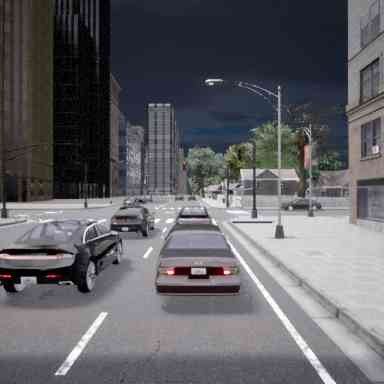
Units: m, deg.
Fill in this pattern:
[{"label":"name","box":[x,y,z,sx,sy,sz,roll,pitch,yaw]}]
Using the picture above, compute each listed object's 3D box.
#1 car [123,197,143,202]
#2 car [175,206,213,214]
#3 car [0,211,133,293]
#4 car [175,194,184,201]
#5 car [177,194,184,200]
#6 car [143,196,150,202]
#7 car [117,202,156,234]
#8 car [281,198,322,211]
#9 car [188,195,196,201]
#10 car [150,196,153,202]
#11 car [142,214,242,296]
[{"label":"car","box":[-9.812,1.486,53.797,2.128,1.511,4.902,0,0,1]},{"label":"car","box":[0.103,1.491,17.839,2.128,1.511,4.902,0,0,0]},{"label":"car","box":[-3.149,1.492,8.856,2.128,1.511,4.902,0,0,0]},{"label":"car","box":[-3.228,1.341,83.923,2.097,1.767,4.553,0,0,0]},{"label":"car","box":[-3.225,1.310,93.958,1.882,1.535,5.008,0,0,0]},{"label":"car","box":[-9.776,1.594,63.117,1.895,1.301,4.718,0,0,1]},{"label":"car","box":[-3.145,1.504,18.116,1.837,1.490,4.892,0,0,0]},{"label":"car","box":[13.293,1.554,40.739,4.892,1.490,1.837,0,-1,0]},{"label":"car","box":[0.022,1.494,84.129,1.837,1.490,4.892,0,0,0]},{"label":"car","box":[-9.731,1.516,73.229,1.812,1.442,4.674,0,0,0]},{"label":"car","box":[0.093,1.545,8.785,2.033,1.411,5.357,0,0,-1]}]
